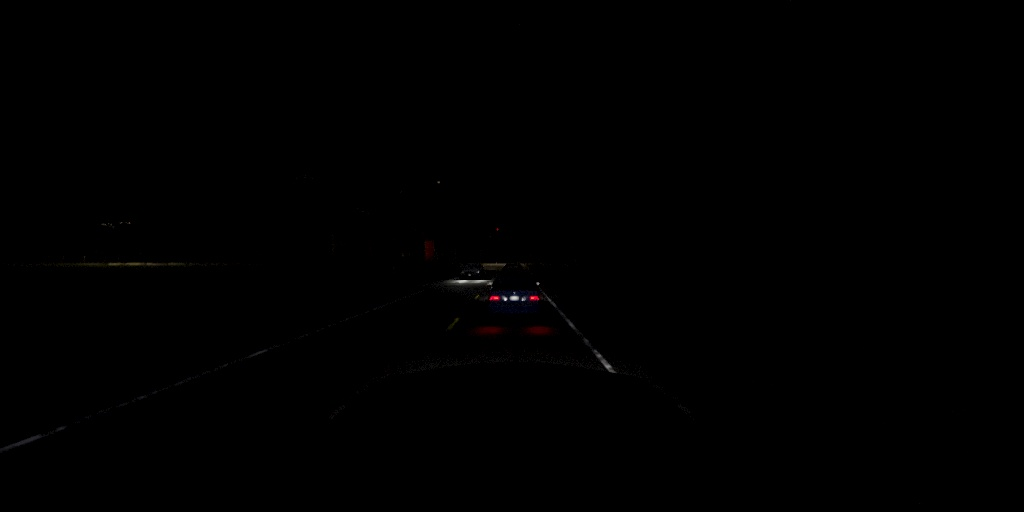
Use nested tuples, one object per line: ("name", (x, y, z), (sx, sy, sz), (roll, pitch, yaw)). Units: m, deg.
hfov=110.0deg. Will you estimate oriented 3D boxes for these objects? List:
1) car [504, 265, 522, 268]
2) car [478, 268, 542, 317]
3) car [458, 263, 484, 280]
("car", (0.084, 1.423, 31.608), (1.895, 1.301, 4.718), (0, 0, 0))
("car", (0.081, 1.328, 13.352), (2.033, 1.411, 5.357), (0, 0, 0))
("car", (-3.608, 1.351, 32.818), (1.812, 1.442, 4.674), (0, 0, 0))
